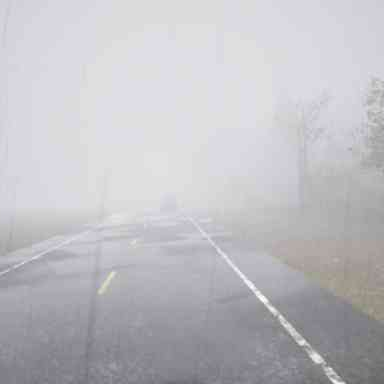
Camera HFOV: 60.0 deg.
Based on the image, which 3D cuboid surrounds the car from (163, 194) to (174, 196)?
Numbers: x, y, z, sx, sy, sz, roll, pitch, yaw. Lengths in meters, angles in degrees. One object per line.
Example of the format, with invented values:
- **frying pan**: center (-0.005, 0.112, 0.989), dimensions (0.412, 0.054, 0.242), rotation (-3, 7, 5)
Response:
- **car**: center (-3.343, 1.335, 47.536), dimensions (2.150, 2.045, 5.566), rotation (-3, 1, -4)

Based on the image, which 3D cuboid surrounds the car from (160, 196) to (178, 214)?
- **car**: center (-2.573, 1.589, 37.462), dimensions (1.837, 1.490, 4.892), rotation (-3, 0, -4)
